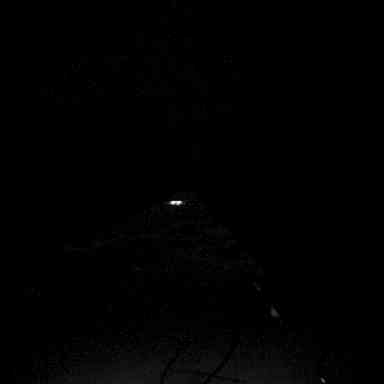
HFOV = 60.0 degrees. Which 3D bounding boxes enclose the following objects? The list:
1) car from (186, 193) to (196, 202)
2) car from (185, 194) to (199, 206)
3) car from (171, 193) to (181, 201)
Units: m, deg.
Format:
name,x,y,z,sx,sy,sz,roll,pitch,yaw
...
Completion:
name,x,y,z,sx,sy,sz,roll,pitch,yaw
car,-0.159,1.027,64.074,1.882,1.535,5.008,0,0,0
car,-0.019,1.196,48.143,2.033,1.411,5.357,0,0,1
car,-3.178,1.039,66.159,2.128,1.511,4.902,0,0,0
